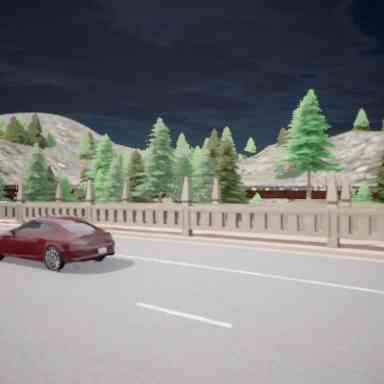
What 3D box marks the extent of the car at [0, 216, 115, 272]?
[{"bbox_3d":[-4.544,1.509,10.653,4.674,1.442,1.812,0,0,30],"label":"car"}]
